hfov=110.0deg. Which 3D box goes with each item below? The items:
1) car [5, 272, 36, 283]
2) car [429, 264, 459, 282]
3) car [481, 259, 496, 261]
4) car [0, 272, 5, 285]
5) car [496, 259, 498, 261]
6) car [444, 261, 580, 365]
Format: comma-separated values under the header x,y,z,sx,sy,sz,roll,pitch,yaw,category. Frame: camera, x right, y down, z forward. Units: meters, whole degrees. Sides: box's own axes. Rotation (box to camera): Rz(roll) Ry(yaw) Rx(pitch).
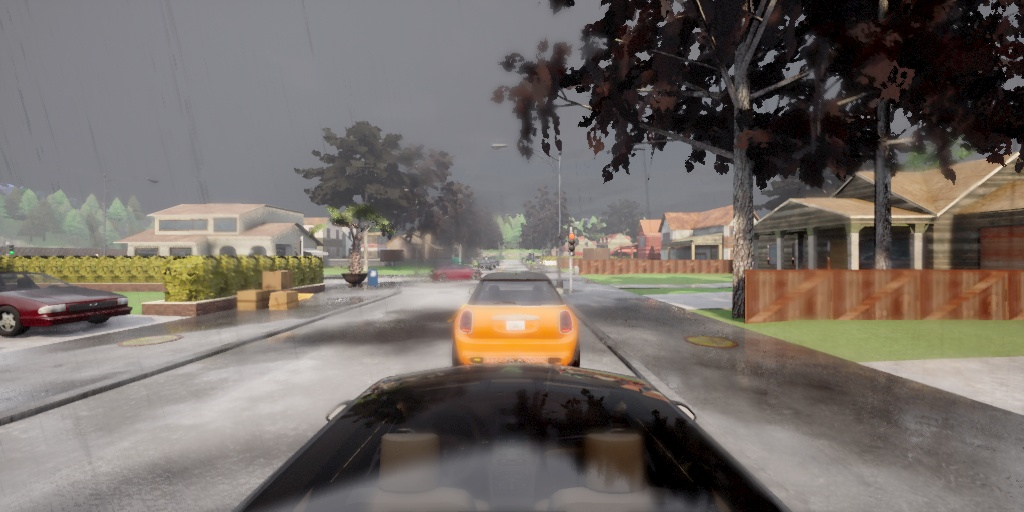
x,y,z,sx,sy,sz,roll,pitch,yaw,category
-44.655,1.314,30.885,4.181,1.385,1.994,0,0,1,car
-4.448,1.314,28.435,4.181,1.385,1.994,0,0,-30,car
-3.692,1.255,49.920,1.837,1.490,4.892,0,0,1,car
-42.054,1.298,26.741,5.357,1.411,2.033,0,0,1,car
-3.600,1.241,59.260,2.128,1.511,4.902,0,0,1,car
0.096,1.102,7.713,2.097,1.767,4.553,0,0,1,car
